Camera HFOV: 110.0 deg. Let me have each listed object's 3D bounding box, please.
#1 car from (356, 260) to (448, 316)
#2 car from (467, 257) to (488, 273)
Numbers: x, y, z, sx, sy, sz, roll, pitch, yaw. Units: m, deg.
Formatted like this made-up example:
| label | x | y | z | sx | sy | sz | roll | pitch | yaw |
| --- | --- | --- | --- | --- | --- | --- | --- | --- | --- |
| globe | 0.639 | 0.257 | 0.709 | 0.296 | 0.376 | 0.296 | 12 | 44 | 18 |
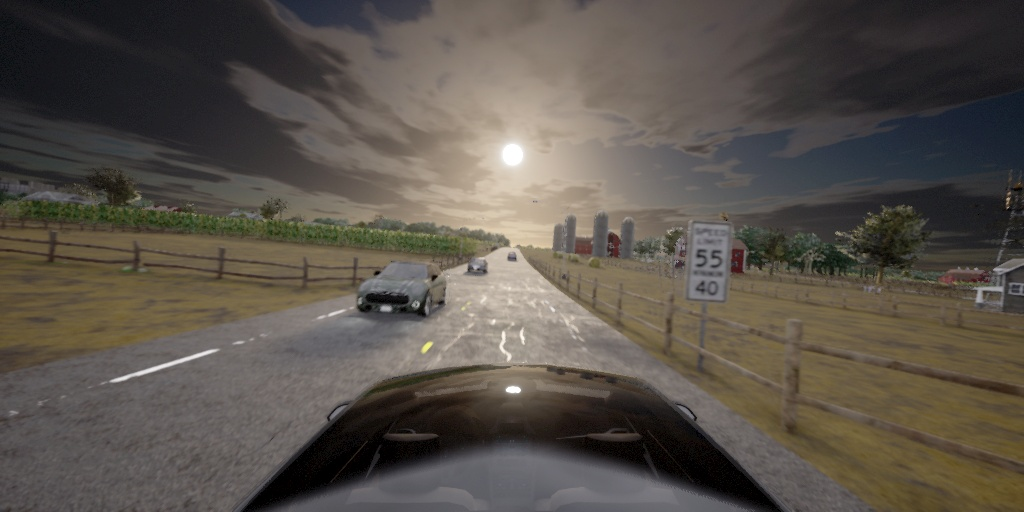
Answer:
| label | x | y | z | sx | sy | sz | roll | pitch | yaw |
| --- | --- | --- | --- | --- | --- | --- | --- | --- | --- |
| car | -3.597 | 0.944 | 12.572 | 2.097 | 1.767 | 4.553 | 4 | 0 | 0 |
| car | -3.527 | 0.920 | 37.577 | 2.128 | 1.511 | 4.902 | 4 | 1 | 0 |
